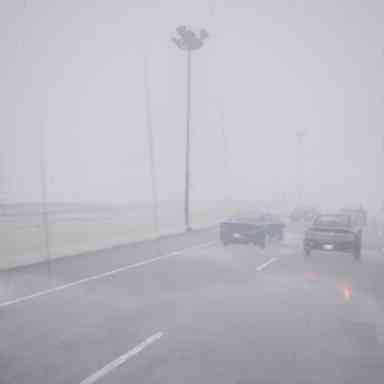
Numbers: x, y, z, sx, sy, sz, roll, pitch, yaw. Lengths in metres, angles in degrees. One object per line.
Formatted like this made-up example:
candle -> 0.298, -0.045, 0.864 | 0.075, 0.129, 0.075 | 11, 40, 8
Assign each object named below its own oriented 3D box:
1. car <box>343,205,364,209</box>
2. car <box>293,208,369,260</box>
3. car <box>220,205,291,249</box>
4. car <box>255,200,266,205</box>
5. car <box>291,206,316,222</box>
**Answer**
car -> 12.790, 1.767, 26.323 | 2.128, 1.511, 4.902 | 0, 0, 29
car -> 5.692, 1.623, 13.138 | 2.128, 1.511, 4.902 | 0, 0, 29
car -> 2.967, 1.596, 15.445 | 1.882, 1.535, 5.008 | 0, 0, 29
car -> 13.426, 2.077, 64.471 | 1.812, 1.442, 4.674 | 0, -1, 29
car -> 9.590, 1.854, 27.771 | 1.895, 1.301, 4.718 | 0, 0, 29
